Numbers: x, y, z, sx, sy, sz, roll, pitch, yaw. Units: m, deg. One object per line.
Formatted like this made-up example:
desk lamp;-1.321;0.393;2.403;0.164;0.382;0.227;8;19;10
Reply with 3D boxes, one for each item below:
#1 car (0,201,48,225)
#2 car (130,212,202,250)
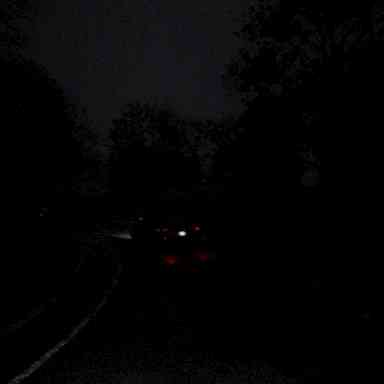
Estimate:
car;-12.397;1.332;22.774;5.008;1.535;1.882;1;0;15
car;-1.247;1.541;14.372;1.994;1.385;4.181;1;0;-26
